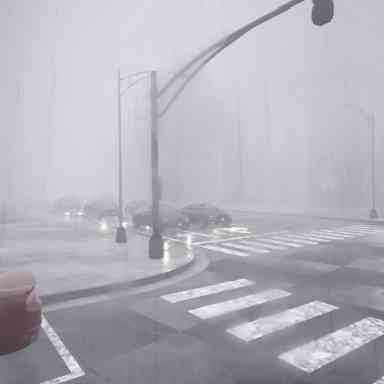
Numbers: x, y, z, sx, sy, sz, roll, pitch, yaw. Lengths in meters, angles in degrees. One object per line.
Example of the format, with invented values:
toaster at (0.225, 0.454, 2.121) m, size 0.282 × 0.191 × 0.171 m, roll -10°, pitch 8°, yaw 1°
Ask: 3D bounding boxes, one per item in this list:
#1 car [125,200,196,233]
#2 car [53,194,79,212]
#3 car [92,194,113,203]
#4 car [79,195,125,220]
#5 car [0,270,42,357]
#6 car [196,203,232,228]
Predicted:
car at (-1.986, 1.463, 19.803) m, size 1.812 × 1.442 × 4.674 m, roll -1°, pitch 1°, yaw -35°
car at (-13.586, 1.323, 36.052) m, size 2.033 × 1.411 × 5.357 m, roll -1°, pitch 1°, yaw -36°
car at (-14.846, 1.030, 54.922) m, size 1.812 × 1.442 × 4.674 m, roll -1°, pitch 1°, yaw -36°
car at (-7.413, 1.339, 27.398) m, size 1.882 × 1.535 × 5.008 m, roll -1°, pitch 1°, yaw -35°
car at (-4.144, 1.545, 3.702) m, size 4.507 × 1.381 × 1.887 m, roll 0°, pitch -1°, yaw -36°
car at (0.681, 1.454, 21.658) m, size 1.994 × 1.385 × 4.181 m, roll -1°, pitch 1°, yaw -36°
